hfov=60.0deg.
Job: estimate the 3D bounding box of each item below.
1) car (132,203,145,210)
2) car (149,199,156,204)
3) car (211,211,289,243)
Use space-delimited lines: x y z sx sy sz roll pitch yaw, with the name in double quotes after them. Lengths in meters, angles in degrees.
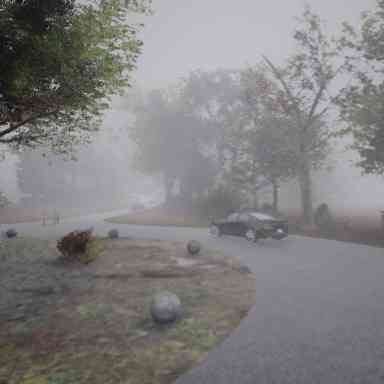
-10.282 2.755 64.012 2.033 1.411 5.357 -2 -1 1 "car"
-11.176 2.631 93.475 1.895 1.301 4.718 0 2 -6 "car"
2.939 1.783 18.116 1.882 1.535 5.008 1 -2 -31 "car"
